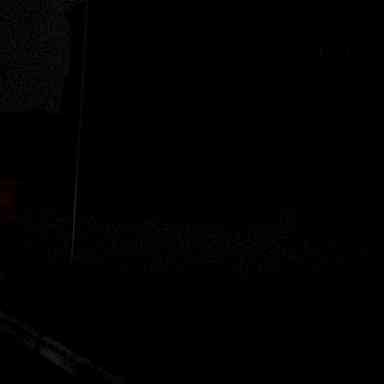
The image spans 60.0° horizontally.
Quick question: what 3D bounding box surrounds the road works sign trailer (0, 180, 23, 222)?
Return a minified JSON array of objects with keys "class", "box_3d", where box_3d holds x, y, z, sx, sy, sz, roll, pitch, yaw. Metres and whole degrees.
[{"class":"road works sign trailer","box_3d":[-10.935,0.515,17.097,2.880,2.380,3.560,3,3,-7]}]
